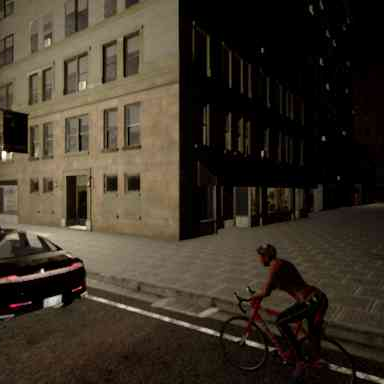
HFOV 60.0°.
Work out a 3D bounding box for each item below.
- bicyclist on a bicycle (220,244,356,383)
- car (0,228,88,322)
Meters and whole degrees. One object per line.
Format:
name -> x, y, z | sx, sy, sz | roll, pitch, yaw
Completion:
bicyclist on a bicycle -> 1.033, 1.452, 3.922 | 1.656, 1.620, 0.582 | 0, 0, 35
car -> -4.139, 1.486, 6.614 | 4.902, 1.511, 2.128 | 0, 0, 36
